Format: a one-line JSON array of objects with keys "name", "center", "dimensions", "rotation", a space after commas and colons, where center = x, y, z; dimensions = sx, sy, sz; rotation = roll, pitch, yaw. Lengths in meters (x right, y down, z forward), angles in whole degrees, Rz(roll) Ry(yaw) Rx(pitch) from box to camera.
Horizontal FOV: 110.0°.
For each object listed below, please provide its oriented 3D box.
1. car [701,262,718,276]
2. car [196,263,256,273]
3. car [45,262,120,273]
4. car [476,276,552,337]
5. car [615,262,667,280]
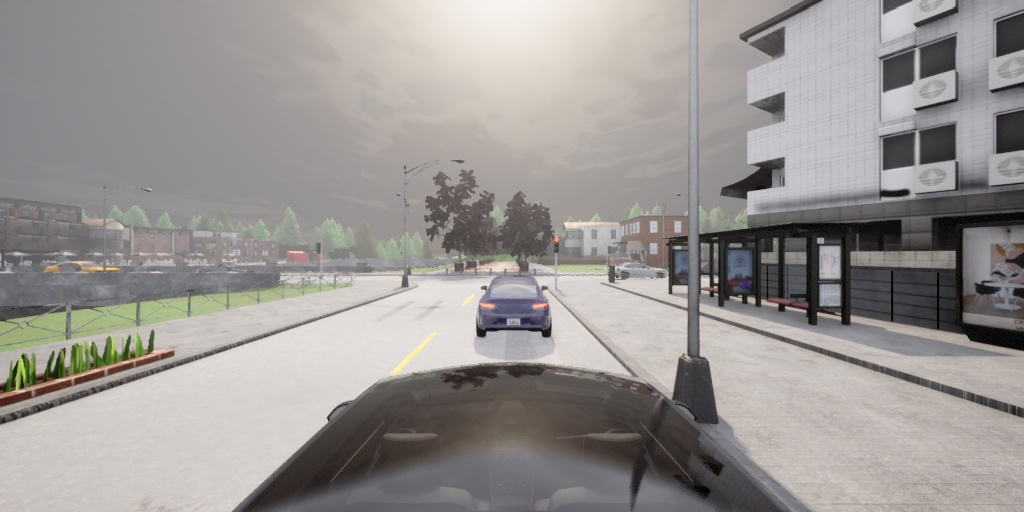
[{"name": "car", "center": [18.901, 1.297, 34.406], "dimensions": [5.357, 1.411, 2.033], "rotation": [0, 0, 0]}, {"name": "car", "center": [-24.130, 1.313, 30.325], "dimensions": [4.181, 1.385, 1.994], "rotation": [0, 0, 0]}, {"name": "car", "center": [-36.241, 1.227, 30.367], "dimensions": [5.008, 1.535, 1.882], "rotation": [0, 0, 0]}, {"name": "car", "center": [0.062, 1.275, 10.135], "dimensions": [1.812, 1.442, 4.674], "rotation": [0, 0, 1]}, {"name": "car", "center": [10.576, 1.266, 30.236], "dimensions": [4.674, 1.442, 1.812], "rotation": [0, 1, 0]}]
